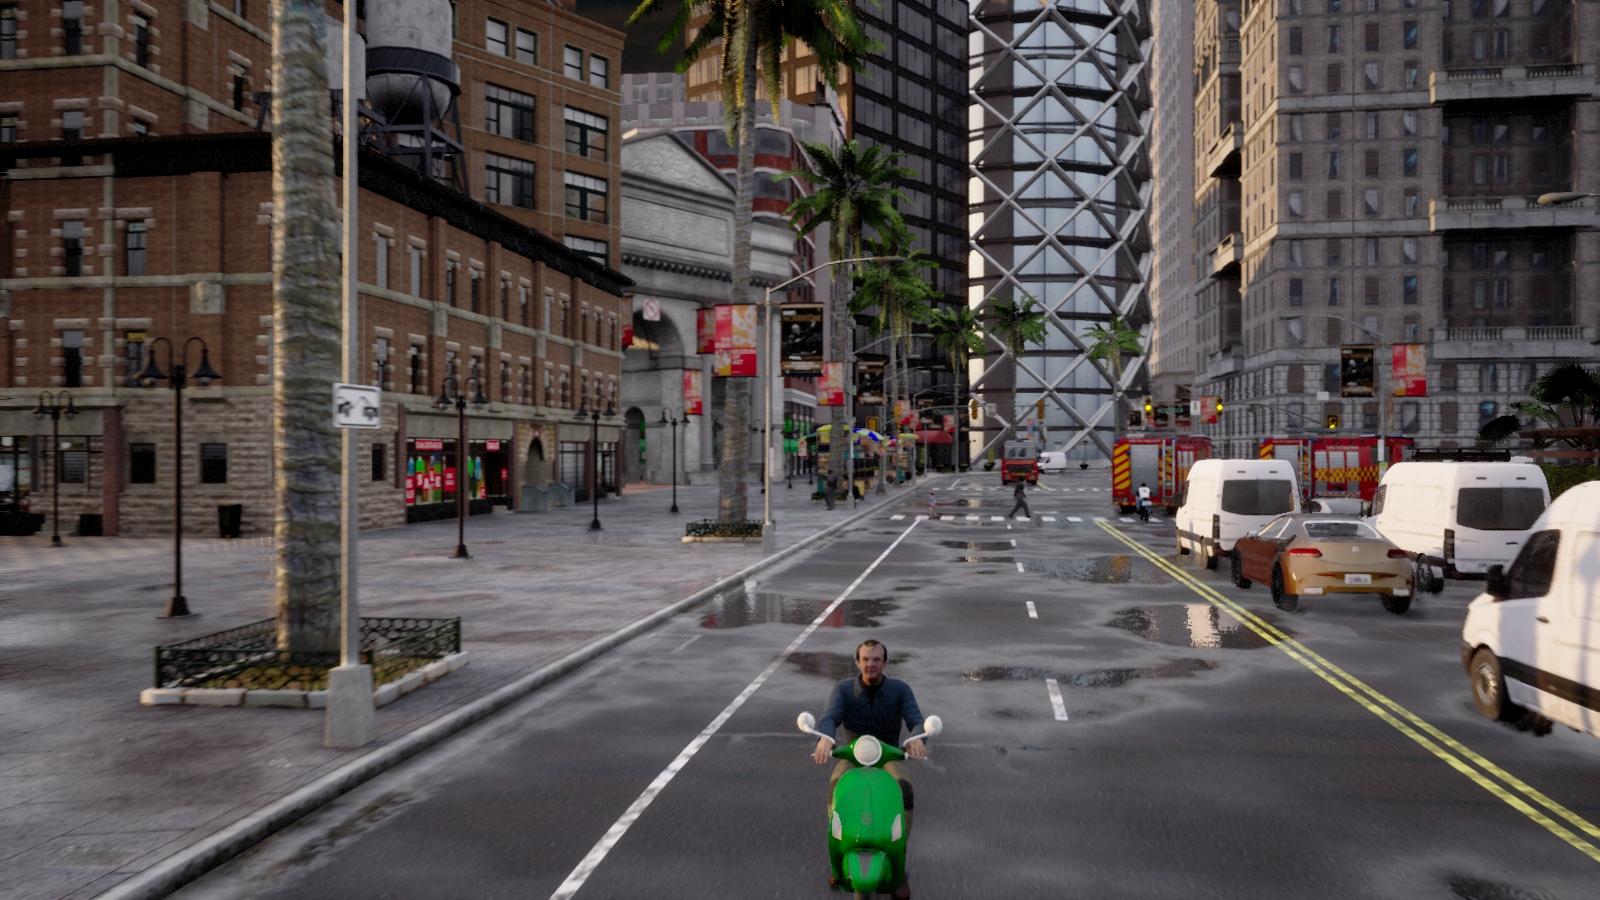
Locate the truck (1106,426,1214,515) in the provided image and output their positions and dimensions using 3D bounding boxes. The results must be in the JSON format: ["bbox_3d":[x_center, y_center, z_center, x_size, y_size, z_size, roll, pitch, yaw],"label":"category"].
[{"bbox_3d":[16.916,0.896,53.282,2.891,3.827,8.468,0,0,31],"label":"truck"}]

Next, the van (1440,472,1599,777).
[{"bbox_3d":[7.908,1.538,9.931,1.988,2.561,5.915,0,0,7],"label":"van"}]

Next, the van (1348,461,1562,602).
[{"bbox_3d":[13.653,1.540,24.325,1.988,2.561,5.915,0,0,9],"label":"van"}]

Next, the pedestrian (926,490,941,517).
[{"bbox_3d":[5.547,2.231,47.480,0.500,1.100,0.500,0,0,-13],"label":"pedestrian"}]

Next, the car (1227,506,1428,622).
[{"bbox_3d":[9.653,1.996,21.416,2.152,1.651,5.027,0,0,9],"label":"car"}]

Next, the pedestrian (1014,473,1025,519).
[{"bbox_3d":[8.861,1.852,46.188,0.375,1.860,0.375,0,0,2],"label":"pedestrian"}]

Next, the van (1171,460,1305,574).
[{"bbox_3d":[10.818,1.535,28.687,1.988,2.561,5.915,0,-1,9],"label":"van"}]

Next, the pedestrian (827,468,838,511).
[{"bbox_3d":[1.416,1.696,49.274,0.375,1.860,0.375,0,0,20],"label":"pedestrian"}]

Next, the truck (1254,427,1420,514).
[{"bbox_3d":[25.178,0.900,53.447,8.468,3.827,2.891,0,0,-32],"label":"truck"}]

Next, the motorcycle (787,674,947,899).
[{"bbox_3d":[0.446,2.182,7.025,0.856,1.236,1.805,0,0,6],"label":"motorcycle"}]
